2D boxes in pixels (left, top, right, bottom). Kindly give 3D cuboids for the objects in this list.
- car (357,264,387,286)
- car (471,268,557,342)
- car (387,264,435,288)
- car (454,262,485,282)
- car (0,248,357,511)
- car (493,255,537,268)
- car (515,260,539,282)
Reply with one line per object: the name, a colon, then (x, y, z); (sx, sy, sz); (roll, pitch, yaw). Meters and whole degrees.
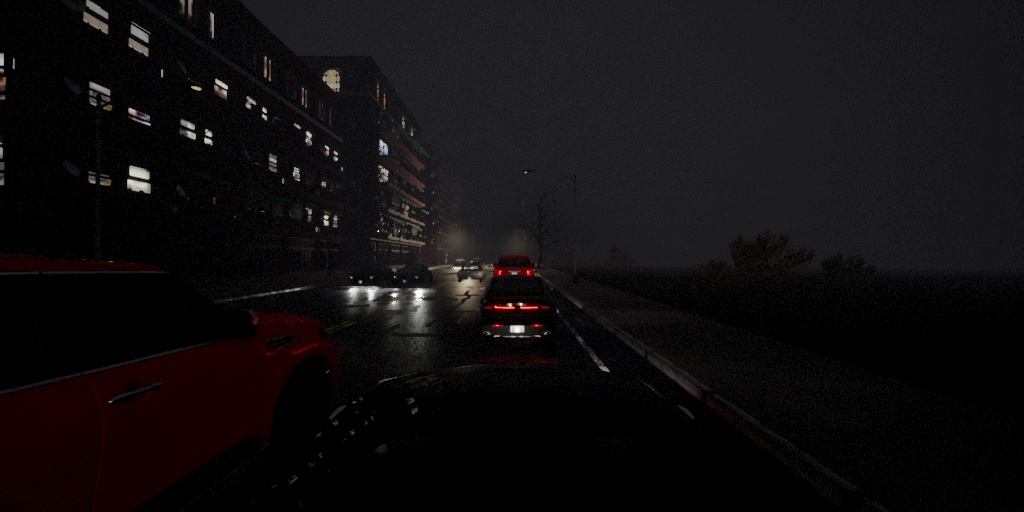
car: (-9.829, 1.297, 25.920); (2.033, 1.411, 5.357); (0, 0, 0)
car: (0.109, 1.255, 9.796); (1.837, 1.490, 4.892); (0, 0, 0)
car: (-6.580, 1.275, 24.263); (1.812, 1.442, 4.674); (0, 0, 0)
car: (-3.126, 1.350, 28.651); (1.895, 1.301, 4.718); (0, 0, 0)
car: (-3.148, 0.969, 1.920); (2.150, 2.045, 5.566); (0, 0, 0)
car: (0.116, 0.972, 20.143); (2.150, 2.045, 5.566); (0, 0, 0)
car: (1.163, 1.205, 30.551); (1.801, 1.575, 5.366); (0, 0, 0)
